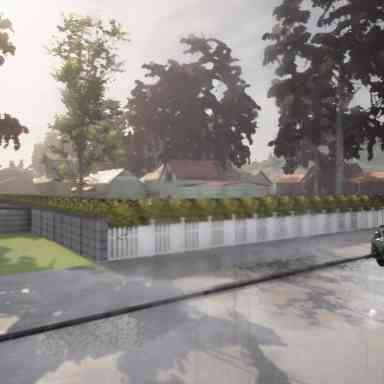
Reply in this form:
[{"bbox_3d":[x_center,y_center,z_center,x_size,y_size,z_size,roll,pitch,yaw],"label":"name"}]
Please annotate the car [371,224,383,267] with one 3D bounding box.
[{"bbox_3d":[7.728,1.205,10.103,5.566,2.045,2.150,0,0,-35],"label":"car"}]
